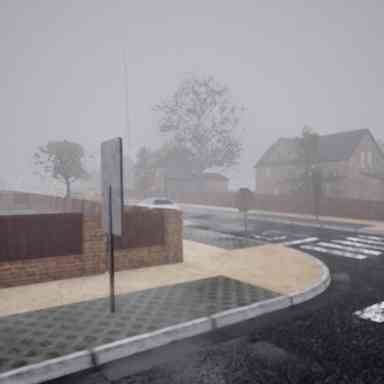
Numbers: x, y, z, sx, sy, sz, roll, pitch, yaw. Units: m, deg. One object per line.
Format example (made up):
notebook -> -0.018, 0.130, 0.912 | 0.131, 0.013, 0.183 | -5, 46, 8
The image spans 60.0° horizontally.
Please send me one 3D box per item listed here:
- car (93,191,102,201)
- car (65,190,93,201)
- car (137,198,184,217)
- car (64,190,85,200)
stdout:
car -> -13.031, 0.581, 44.647 | 1.882, 1.535, 5.008 | -2, 2, -34
car -> -14.658, 0.686, 41.976 | 2.128, 1.511, 4.902 | -2, 2, -34
car -> -2.415, 1.148, 24.036 | 1.812, 1.442, 4.674 | -2, 2, -34
car -> -18.779, 0.420, 52.956 | 1.837, 1.490, 4.892 | -2, 2, -34
